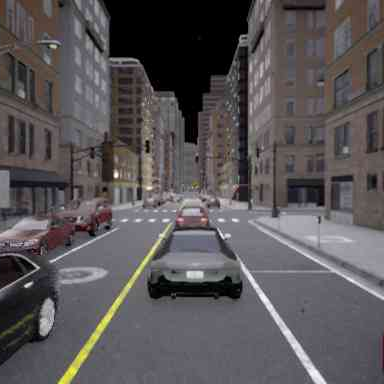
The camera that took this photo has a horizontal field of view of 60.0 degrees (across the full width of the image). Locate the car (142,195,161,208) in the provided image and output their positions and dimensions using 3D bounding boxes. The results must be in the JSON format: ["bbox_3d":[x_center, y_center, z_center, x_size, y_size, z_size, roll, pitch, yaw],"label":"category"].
[{"bbox_3d":[-5.633,1.478,44.879,1.802,1.307,4.206,-1,0,0],"label":"car"}]

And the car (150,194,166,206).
[{"bbox_3d":[-5.630,1.203,50.443,2.192,1.841,5.009,-1,0,0],"label":"car"}]

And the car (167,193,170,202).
[{"bbox_3d":[-5.617,1.399,61.402,1.752,1.417,4.829,-1,0,0],"label":"car"}]

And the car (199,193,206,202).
[{"bbox_3d":[2.914,1.412,67.151,1.887,1.381,4.507,-1,0,0],"label":"car"}]

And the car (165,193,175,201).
[{"bbox_3d":[-5.599,1.171,83.833,2.192,1.841,5.009,-1,0,0],"label":"car"}]

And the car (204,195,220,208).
[{"bbox_3d":[2.892,1.478,44.898,1.802,1.307,4.206,-1,0,0],"label":"car"}]

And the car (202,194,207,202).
[{"bbox_3d":[2.897,1.412,50.631,1.752,1.417,4.829,-1,0,0],"label":"car"}]

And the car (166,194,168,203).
[{"bbox_3d":[-5.623,1.425,56.008,1.887,1.381,4.507,-1,0,0],"label":"car"}]

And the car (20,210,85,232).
[{"bbox_3d":[-5.663,1.547,12.296,1.802,1.307,4.206,-1,0,0],"label":"car"}]

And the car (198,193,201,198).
[{"bbox_3d":[2.918,1.303,72.714,1.967,1.590,4.097,-1,0,0],"label":"car"}]

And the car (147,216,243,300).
[{"bbox_3d":[0.073,1.540,8.371,1.994,1.385,4.181,0,0,0],"label":"car"}]

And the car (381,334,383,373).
[{"bbox_3d":[2.847,1.311,1.144,2.192,1.841,5.009,-1,0,0],"label":"car"}]

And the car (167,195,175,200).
[{"bbox_3d":[-5.590,1.398,89.398,1.887,1.381,4.507,-1,0,0],"label":"car"}]

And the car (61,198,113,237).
[{"bbox_3d":[-5.661,1.266,17.878,2.192,1.841,5.009,-1,0,0],"label":"car"}]

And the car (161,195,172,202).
[{"bbox_3d":[-5.606,1.414,72.702,2.008,1.369,4.403,-1,0,0],"label":"car"}]

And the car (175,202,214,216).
[{"bbox_3d":[0.038,1.476,18.151,1.812,1.442,4.674,0,0,1],"label":"car"}]

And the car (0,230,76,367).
[{"bbox_3d":[-3.093,1.494,3.625,1.837,1.490,4.892,0,0,0],"label":"car"}]

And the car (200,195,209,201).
[{"bbox_3d":[2.924,1.403,78.278,1.887,1.381,4.507,-1,0,0],"label":"car"}]

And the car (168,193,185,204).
[{"bbox_3d":[-2.983,1.364,62.046,2.128,1.511,4.902,0,0,1],"label":"car"}]

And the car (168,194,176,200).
[{"bbox_3d":[-5.586,1.289,94.963,1.967,1.590,4.097,-1,0,0],"label":"car"}]

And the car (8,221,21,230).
[{"bbox_3d":[-5.669,1.531,6.713,2.008,1.369,4.403,-1,0,0],"label":"car"}]

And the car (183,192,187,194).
[{"bbox_3d":[-2.924,1.369,77.399,2.128,1.511,4.902,0,0,0],"label":"car"}]
